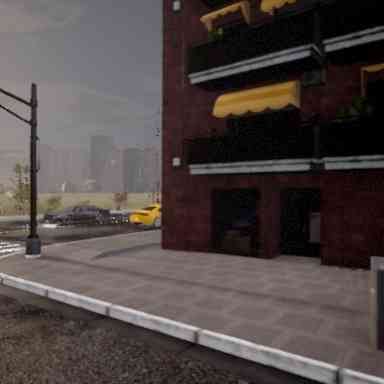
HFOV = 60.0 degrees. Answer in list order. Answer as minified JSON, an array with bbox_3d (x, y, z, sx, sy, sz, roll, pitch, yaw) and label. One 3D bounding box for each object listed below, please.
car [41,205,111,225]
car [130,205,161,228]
[{"bbox_3d":[-8.925,1.714,26.253,2.033,1.411,5.357,0,0,36],"label":"car"},{"bbox_3d":[-2.242,1.672,24.214,1.882,1.535,5.008,0,0,36],"label":"car"}]
